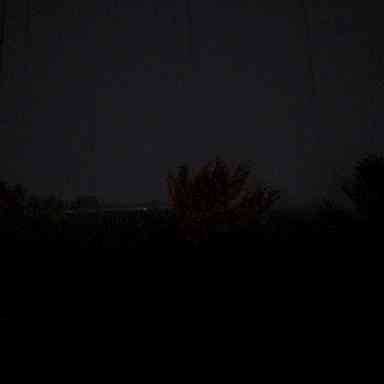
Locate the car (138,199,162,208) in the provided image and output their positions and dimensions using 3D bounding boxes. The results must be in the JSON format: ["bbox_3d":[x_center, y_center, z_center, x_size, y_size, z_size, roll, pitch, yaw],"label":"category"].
[{"bbox_3d":[-7.493,2.039,59.756,1.837,1.490,4.892,-1,-1,36],"label":"car"}]

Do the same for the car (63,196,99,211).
[{"bbox_3d":[-16.016,1.596,47.984,2.150,2.045,5.566,-1,-1,36],"label":"car"}]

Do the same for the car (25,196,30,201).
[{"bbox_3d":[-21.980,1.486,39.704,2.150,2.045,5.566,-1,-1,36],"label":"car"}]
